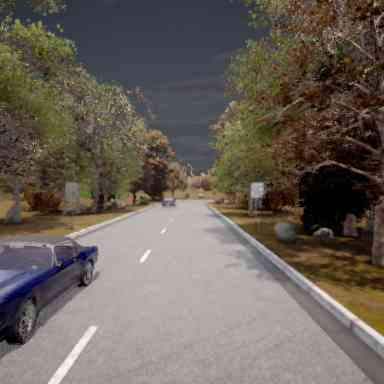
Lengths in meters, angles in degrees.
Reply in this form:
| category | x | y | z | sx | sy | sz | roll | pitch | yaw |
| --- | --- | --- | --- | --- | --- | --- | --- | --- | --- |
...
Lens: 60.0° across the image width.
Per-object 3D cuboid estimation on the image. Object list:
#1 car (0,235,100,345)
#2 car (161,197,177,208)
| category | x | y | z | sx | sy | sz | roll | pitch | yaw |
| --- | --- | --- | --- | --- | --- | --- | --- | --- | --- |
| car | -3.350 | 1.595 | 6.489 | 1.895 | 1.301 | 4.718 | 0 | 0 | 0 |
| car | -3.327 | 1.448 | 48.002 | 1.812 | 1.442 | 4.674 | 0 | 0 | 0 |
